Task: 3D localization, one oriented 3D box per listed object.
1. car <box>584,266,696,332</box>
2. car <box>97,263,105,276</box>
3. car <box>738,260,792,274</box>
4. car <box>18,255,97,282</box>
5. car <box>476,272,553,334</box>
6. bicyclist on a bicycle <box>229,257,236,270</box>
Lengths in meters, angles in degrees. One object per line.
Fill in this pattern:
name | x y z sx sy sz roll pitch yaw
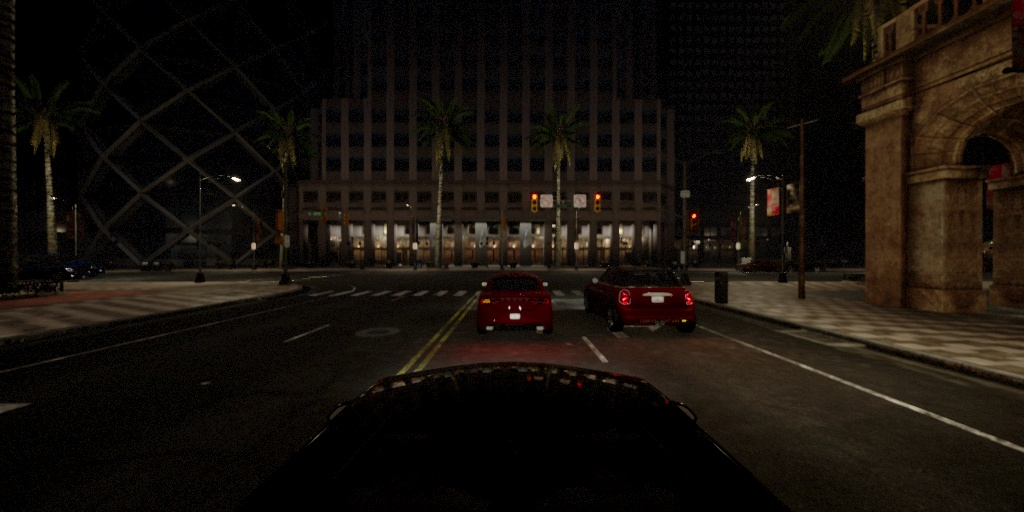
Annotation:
car | 3.585 1.080 10.910 2.097 1.767 4.553 0 0 0
car | -38.020 0.904 29.821 5.566 2.045 2.150 0 0 -24
car | 27.522 1.185 39.465 4.674 1.442 1.812 0 0 0
car | -35.345 1.042 27.015 4.553 1.767 2.097 0 0 -22
car | 0.083 1.206 10.571 1.882 1.535 5.008 0 0 0
bicyclist on a bicycle | -35.733 0.944 45.840 0.582 1.620 1.656 0 0 -12
